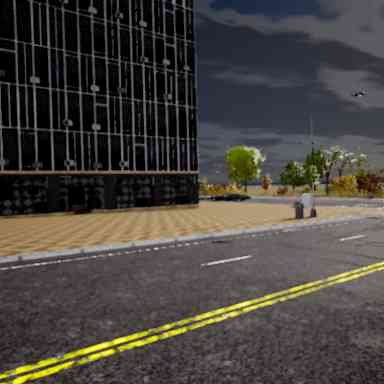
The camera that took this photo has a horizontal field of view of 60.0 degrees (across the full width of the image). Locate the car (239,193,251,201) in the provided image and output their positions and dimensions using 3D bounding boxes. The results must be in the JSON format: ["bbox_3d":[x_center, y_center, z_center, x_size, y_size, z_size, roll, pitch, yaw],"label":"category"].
[{"bbox_3d":[8.244,0.896,59.458,2.033,1.411,5.357,-2,1,-32],"label":"car"}]

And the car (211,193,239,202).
[{"bbox_3d":[5.402,1.056,57.847,1.895,1.301,4.718,-2,1,-33],"label":"car"}]
